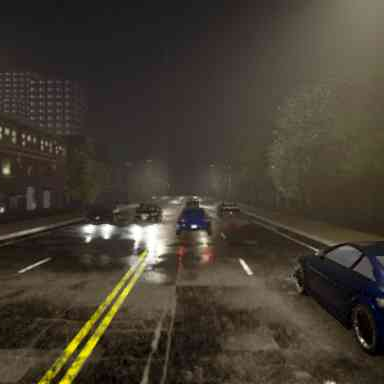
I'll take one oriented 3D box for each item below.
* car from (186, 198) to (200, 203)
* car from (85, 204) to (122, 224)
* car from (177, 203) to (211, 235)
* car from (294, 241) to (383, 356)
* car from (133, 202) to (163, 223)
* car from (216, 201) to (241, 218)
[{"bbox_3d":[0.111,1.596,49.646,2.128,1.511,4.902,0,0,0],"label":"car"},{"bbox_3d":[-6.586,1.620,25.159,1.994,1.385,4.181,0,0,0],"label":"car"},{"bbox_3d":[0.107,1.569,19.025,1.812,1.442,4.674,0,0,0],"label":"car"},{"bbox_3d":[3.353,1.579,6.086,1.994,1.385,4.181,0,0,0],"label":"car"},{"bbox_3d":[-3.335,1.549,25.767,2.128,1.511,4.902,0,0,0],"label":"car"},{"bbox_3d":[3.357,1.560,30.974,2.128,1.511,4.902,0,0,0],"label":"car"}]
